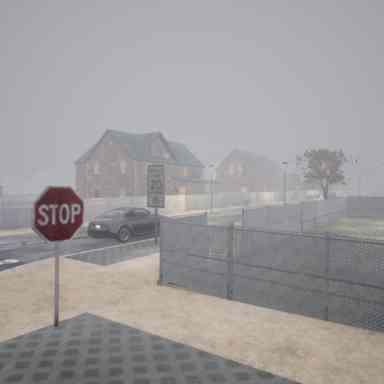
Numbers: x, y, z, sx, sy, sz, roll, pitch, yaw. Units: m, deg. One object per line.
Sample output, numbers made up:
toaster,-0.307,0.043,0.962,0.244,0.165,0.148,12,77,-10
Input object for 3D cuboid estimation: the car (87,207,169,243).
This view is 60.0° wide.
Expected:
car,-2.756,1.385,15.491,1.994,1.385,4.181,1,1,35

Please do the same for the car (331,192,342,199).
car,20.501,0.742,48.283,1.837,1.490,4.892,1,1,35

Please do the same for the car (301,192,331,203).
car,14.916,0.974,40.325,1.895,1.301,4.718,1,1,36
